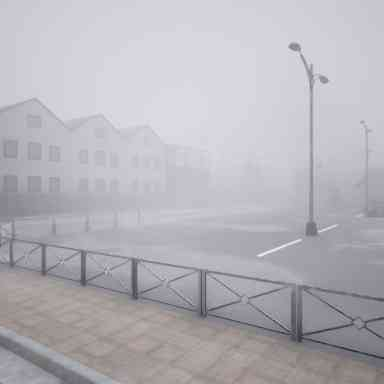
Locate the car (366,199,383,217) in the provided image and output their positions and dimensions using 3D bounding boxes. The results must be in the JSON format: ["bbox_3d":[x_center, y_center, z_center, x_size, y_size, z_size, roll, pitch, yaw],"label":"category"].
[{"bbox_3d":[15.362,1.298,26.847,2.007,1.523,4.514,0,0,35],"label":"car"}]
